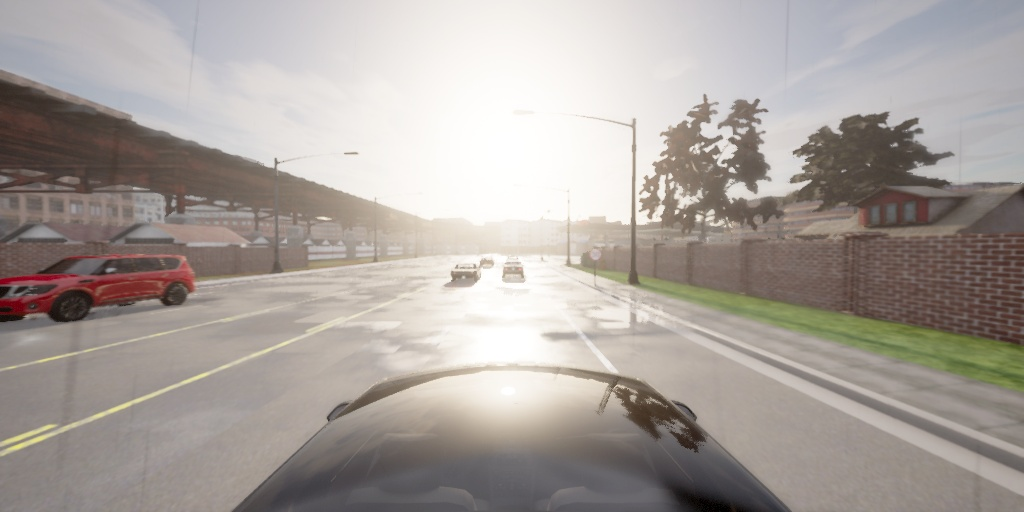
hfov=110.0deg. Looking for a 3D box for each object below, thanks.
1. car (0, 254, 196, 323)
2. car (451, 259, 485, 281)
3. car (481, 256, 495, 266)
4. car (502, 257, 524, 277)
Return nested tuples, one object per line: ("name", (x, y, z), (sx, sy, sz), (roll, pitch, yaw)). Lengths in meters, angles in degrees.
("car", (-14.092, 0.947, 12.430), (2.150, 2.045, 5.566), (0, 0, 0))
("car", (-3.403, 1.166, 27.465), (1.895, 1.301, 4.718), (0, 1, 0))
("car", (-3.402, 0.675, 49.830), (1.895, 1.301, 4.718), (0, 1, 0))
("car", (0.098, 1.044, 31.369), (2.033, 1.411, 5.357), (0, 1, 0))
